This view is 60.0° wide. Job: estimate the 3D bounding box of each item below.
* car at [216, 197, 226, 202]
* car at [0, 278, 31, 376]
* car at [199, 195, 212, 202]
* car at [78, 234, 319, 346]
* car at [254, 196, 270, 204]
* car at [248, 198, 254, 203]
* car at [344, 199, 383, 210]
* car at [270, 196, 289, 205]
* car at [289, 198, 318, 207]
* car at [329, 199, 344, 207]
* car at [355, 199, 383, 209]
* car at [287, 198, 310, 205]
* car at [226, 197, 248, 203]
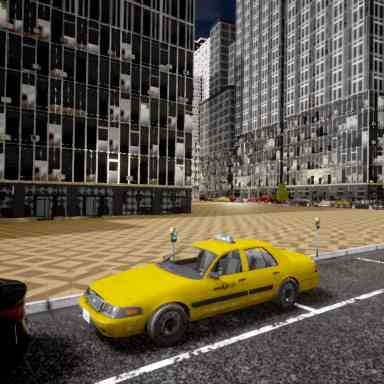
[{"bbox_3d":[7.881,1.845,79.289,1.752,1.417,4.829,1,-1,-22],"label":"car"},{"bbox_3d":[-3.954,1.565,3.265,4.313,1.339,1.947,0,1,-36],"label":"car"},{"bbox_3d":[3.601,1.698,89.806,2.192,1.841,5.009,1,-1,-22],"label":"car"},{"bbox_3d":[0.410,1.528,6.323,4.829,1.417,1.752,0,1,-35],"label":"car"},{"bbox_3d":[17.217,1.753,77.265,2.192,1.841,5.009,1,-1,-22],"label":"car"},{"bbox_3d":[15.103,2.051,82.443,1.802,1.307,4.206,1,-1,-22],"label":"car"},{"bbox_3d":[22.581,1.653,43.194,2.008,1.369,4.403,1,-1,-22],"label":"car"},{"bbox_3d":[16.255,1.636,58.732,1.967,1.590,4.097,1,-1,-22],"label":"car"},{"bbox_3d":[18.363,1.715,53.552,2.008,1.369,4.403,1,-1,-22],"label":"car"},{"bbox_3d":[25.591,1.840,56.695,1.752,1.417,4.829,1,-1,-22],"label":"car"},{"bbox_3d":[27.765,1.833,51.356,2.008,1.369,4.403,1,-1,-22],"label":"car"},{"bbox_3d":[21.434,1.927,66.900,2.008,1.369,4.403,1,-1,-22],"label":"car"},{"bbox_3d":[9.927,1.729,74.269,1.967,1.590,4.097,1,-1,-22],"label":"car"}]
